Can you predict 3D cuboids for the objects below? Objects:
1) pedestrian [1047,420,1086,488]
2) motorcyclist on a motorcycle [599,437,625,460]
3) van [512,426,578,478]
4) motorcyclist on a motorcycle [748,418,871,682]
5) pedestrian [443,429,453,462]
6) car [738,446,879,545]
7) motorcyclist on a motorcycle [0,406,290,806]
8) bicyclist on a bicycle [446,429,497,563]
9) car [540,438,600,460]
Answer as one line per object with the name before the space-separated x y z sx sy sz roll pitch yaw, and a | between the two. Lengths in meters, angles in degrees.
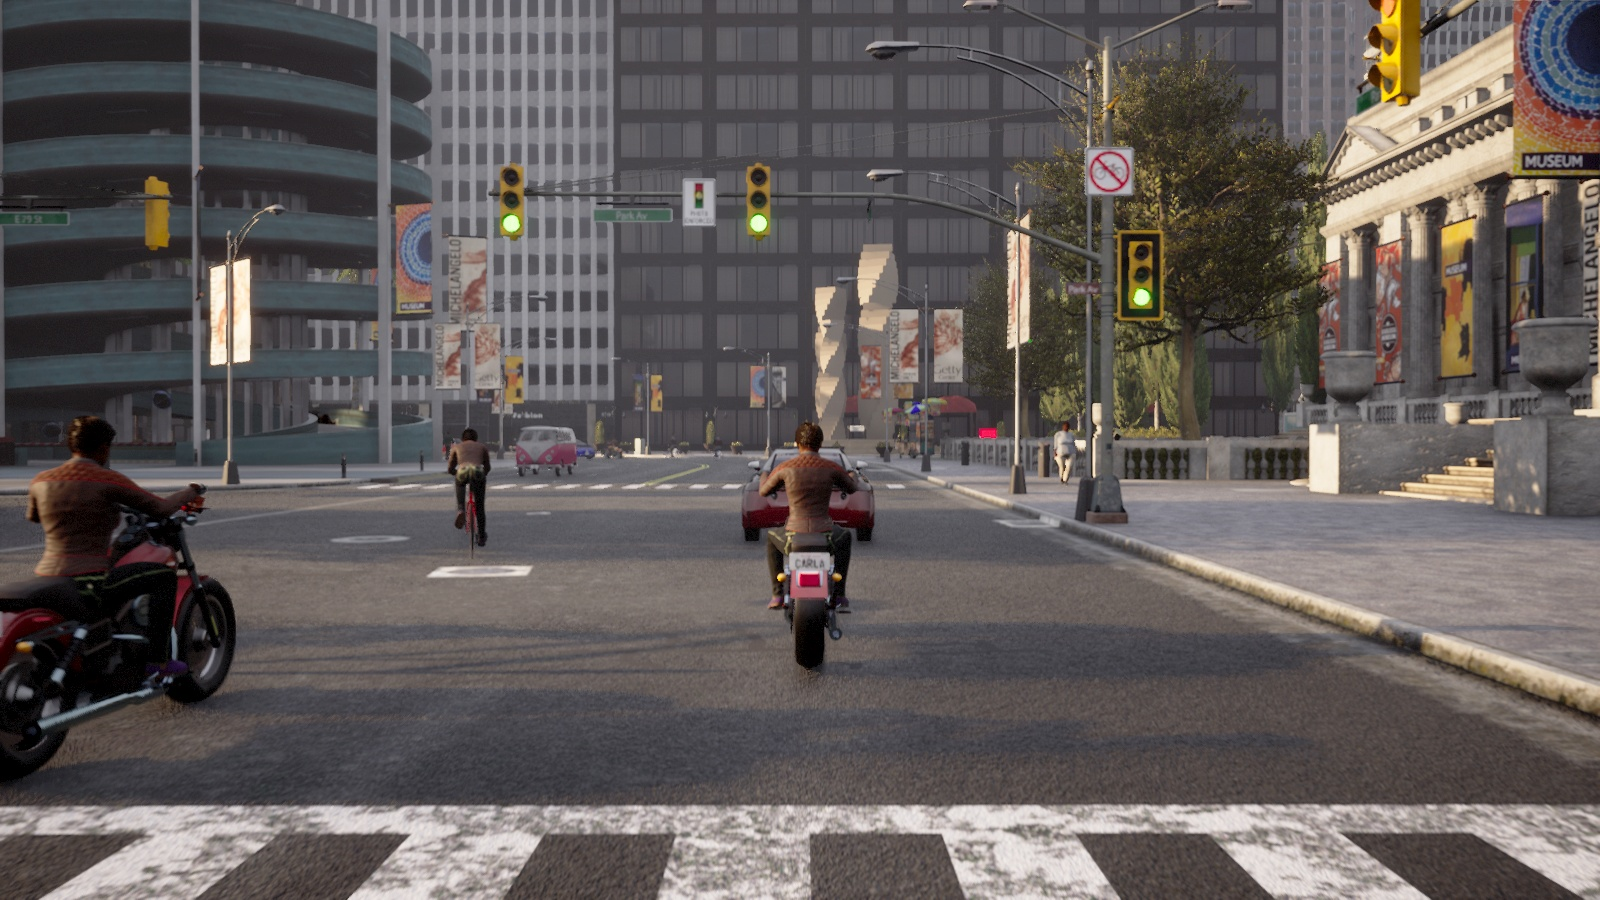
pedestrian | 7.392 0.102 34.866 0.874 1.855 0.900 0 1 1
motorcyclist on a motorcycle | -13.727 -0.121 91.660 0.766 1.649 2.350 -1 1 -41
van | -10.205 0.046 50.553 1.775 1.987 4.442 0 1 0
motorcyclist on a motorcycle | 0.066 0.617 9.025 0.766 1.649 2.350 0 0 0
pedestrian | -21.168 -0.279 75.525 0.423 1.949 0.788 0 1 -5
car | 0.127 0.635 19.872 1.994 1.385 4.181 0 1 0
motorcyclist on a motorcycle | -3.449 0.638 6.362 0.766 1.649 2.350 0 0 0
bicyclist on a bicycle | -4.228 0.553 16.126 0.582 1.620 1.656 -1 0 -15
car | -16.385 -0.106 89.365 2.007 1.525 4.514 0 1 -44
